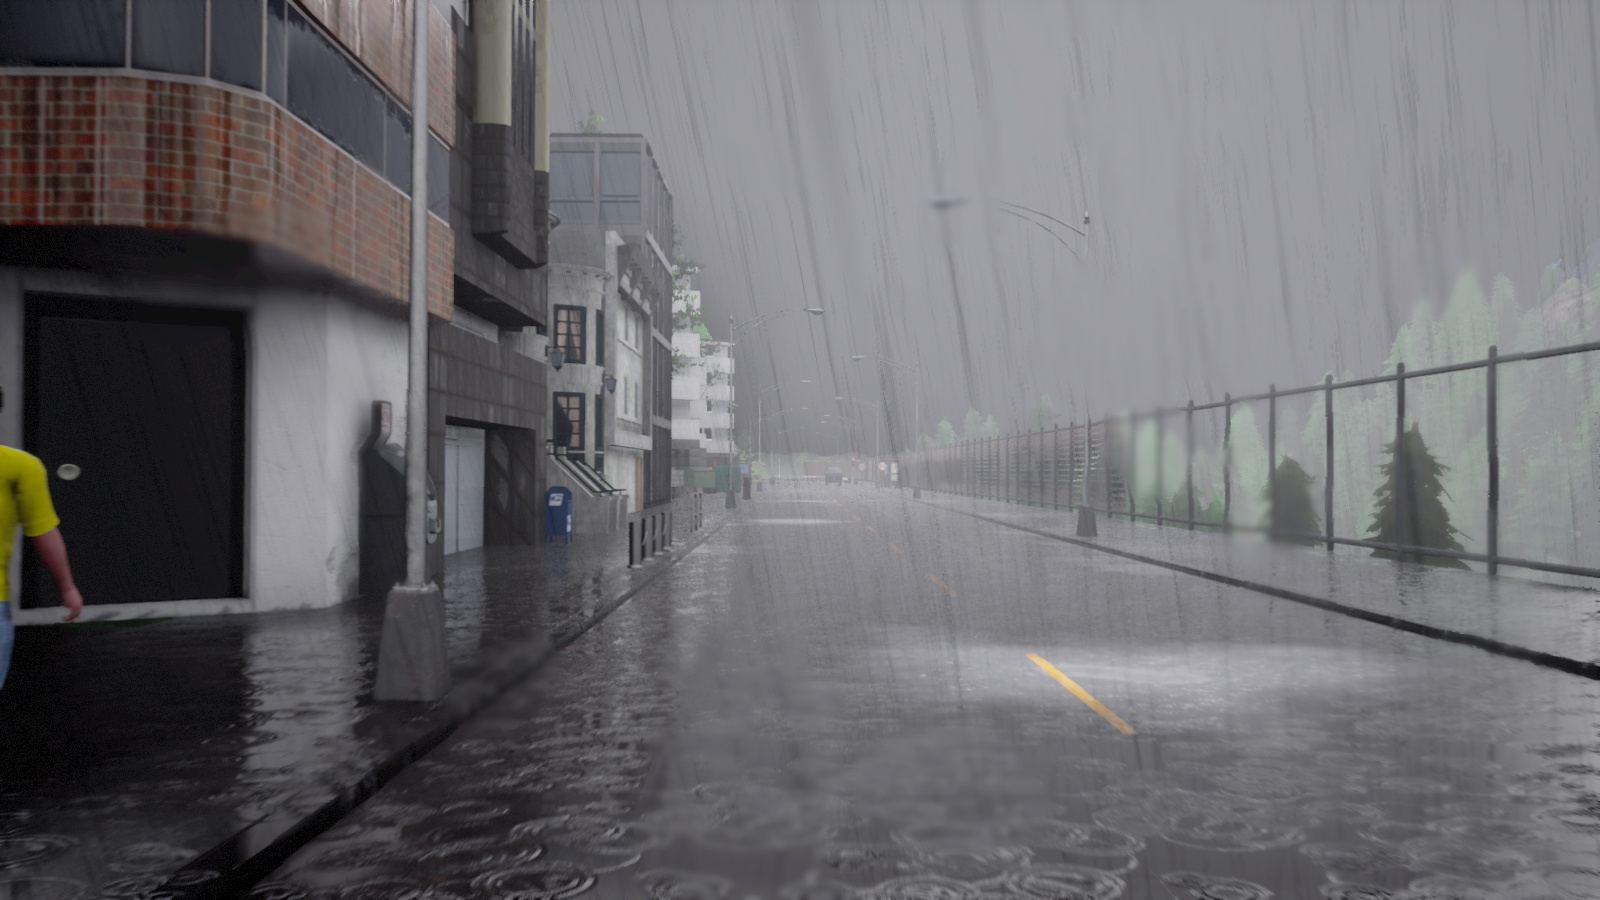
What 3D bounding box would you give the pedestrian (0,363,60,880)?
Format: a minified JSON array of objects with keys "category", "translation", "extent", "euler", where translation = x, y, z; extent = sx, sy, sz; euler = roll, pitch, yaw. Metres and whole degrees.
[{"category":"pedestrian","translation":[-3.086,0.615,4.698],"extent":[0.354,1.836,0.706],"euler":[0,-1,-15]}]
